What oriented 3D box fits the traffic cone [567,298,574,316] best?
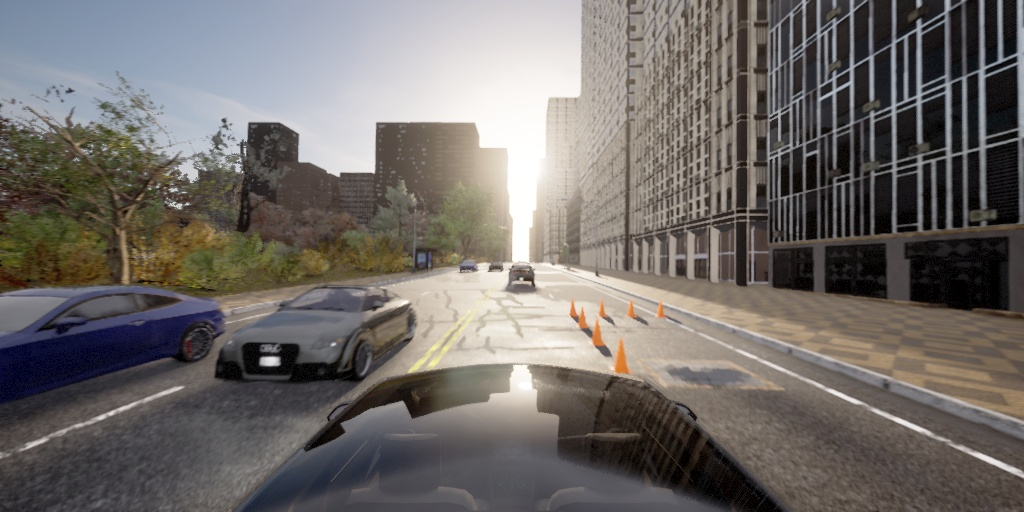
[{"bbox_3d":[2.078,1.744,12.324,0.340,0.580,0.340,0,0,2],"label":"traffic cone"}]

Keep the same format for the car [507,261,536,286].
[{"bbox_3d":[0.697,1.295,26.331,1.837,1.490,4.892,1,0,2],"label":"car"}]

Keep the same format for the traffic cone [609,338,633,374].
[{"bbox_3d":[1.916,1.737,6.326,0.340,0.580,0.340,0,0,2],"label":"traffic cone"}]

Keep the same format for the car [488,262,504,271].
[{"bbox_3d":[-2.135,1.413,48.533,1.895,1.301,4.718,1,0,2],"label":"car"}]

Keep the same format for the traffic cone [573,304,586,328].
[{"bbox_3d":[2.024,1.741,10.324,0.340,0.580,0.340,0,0,2],"label":"traffic cone"}]

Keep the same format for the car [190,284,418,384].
[{"bbox_3d":[-3.276,1.264,6.925,1.994,1.385,4.181,1,0,2],"label":"car"}]

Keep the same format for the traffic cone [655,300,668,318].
[{"bbox_3d":[5.076,1.791,12.243,0.340,0.580,0.340,0,0,2],"label":"traffic cone"}]

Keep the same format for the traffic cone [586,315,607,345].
[{"bbox_3d":[1.970,1.738,8.325,0.340,0.580,0.340,0,0,2],"label":"traffic cone"}]

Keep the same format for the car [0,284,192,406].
[{"bbox_3d":[-6.574,1.173,5.202,1.812,1.442,4.674,1,0,2],"label":"car"}]

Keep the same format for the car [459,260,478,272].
[{"bbox_3d":[-5.467,1.226,45.679,1.882,1.535,5.008,1,0,2],"label":"car"}]

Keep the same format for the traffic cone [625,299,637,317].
[{"bbox_3d":[4.076,1.776,12.270,0.340,0.580,0.340,0,0,2],"label":"traffic cone"}]

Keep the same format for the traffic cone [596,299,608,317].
[{"bbox_3d":[3.077,1.760,12.297,0.340,0.580,0.340,0,0,2],"label":"traffic cone"}]
